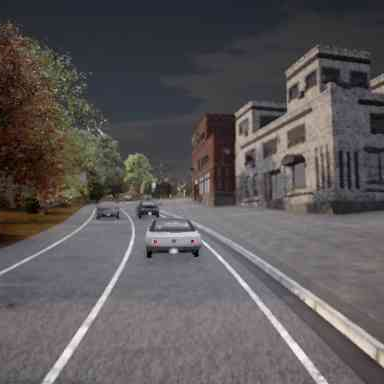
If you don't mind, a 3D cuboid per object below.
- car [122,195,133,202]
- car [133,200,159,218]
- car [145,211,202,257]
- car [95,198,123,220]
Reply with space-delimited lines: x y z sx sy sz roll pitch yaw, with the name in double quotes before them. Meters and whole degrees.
"car" -13.490 1.405 69.353 1.812 1.442 4.674 0 0 2
"car" -4.148 1.566 30.752 1.837 1.490 4.892 1 0 -13
"car" -0.840 1.648 13.091 1.895 1.301 4.718 0 0 -6
"car" -6.989 1.509 27.981 1.837 1.490 4.892 1 0 -13
